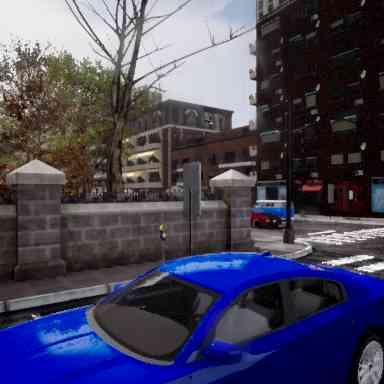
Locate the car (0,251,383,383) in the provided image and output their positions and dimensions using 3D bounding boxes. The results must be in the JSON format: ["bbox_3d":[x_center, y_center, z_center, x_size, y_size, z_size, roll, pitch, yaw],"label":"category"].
[{"bbox_3d":[0.233,1.477,3.534,5.008,1.535,1.882,0,0,-35],"label":"car"}]

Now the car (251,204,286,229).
[{"bbox_3d":[4.451,1.834,24.264,1.994,1.385,4.181,0,-1,-36],"label":"car"}]

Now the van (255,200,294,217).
[{"bbox_3d":[7.304,1.643,30.180,1.690,1.788,3.998,-1,0,-36],"label":"van"}]
